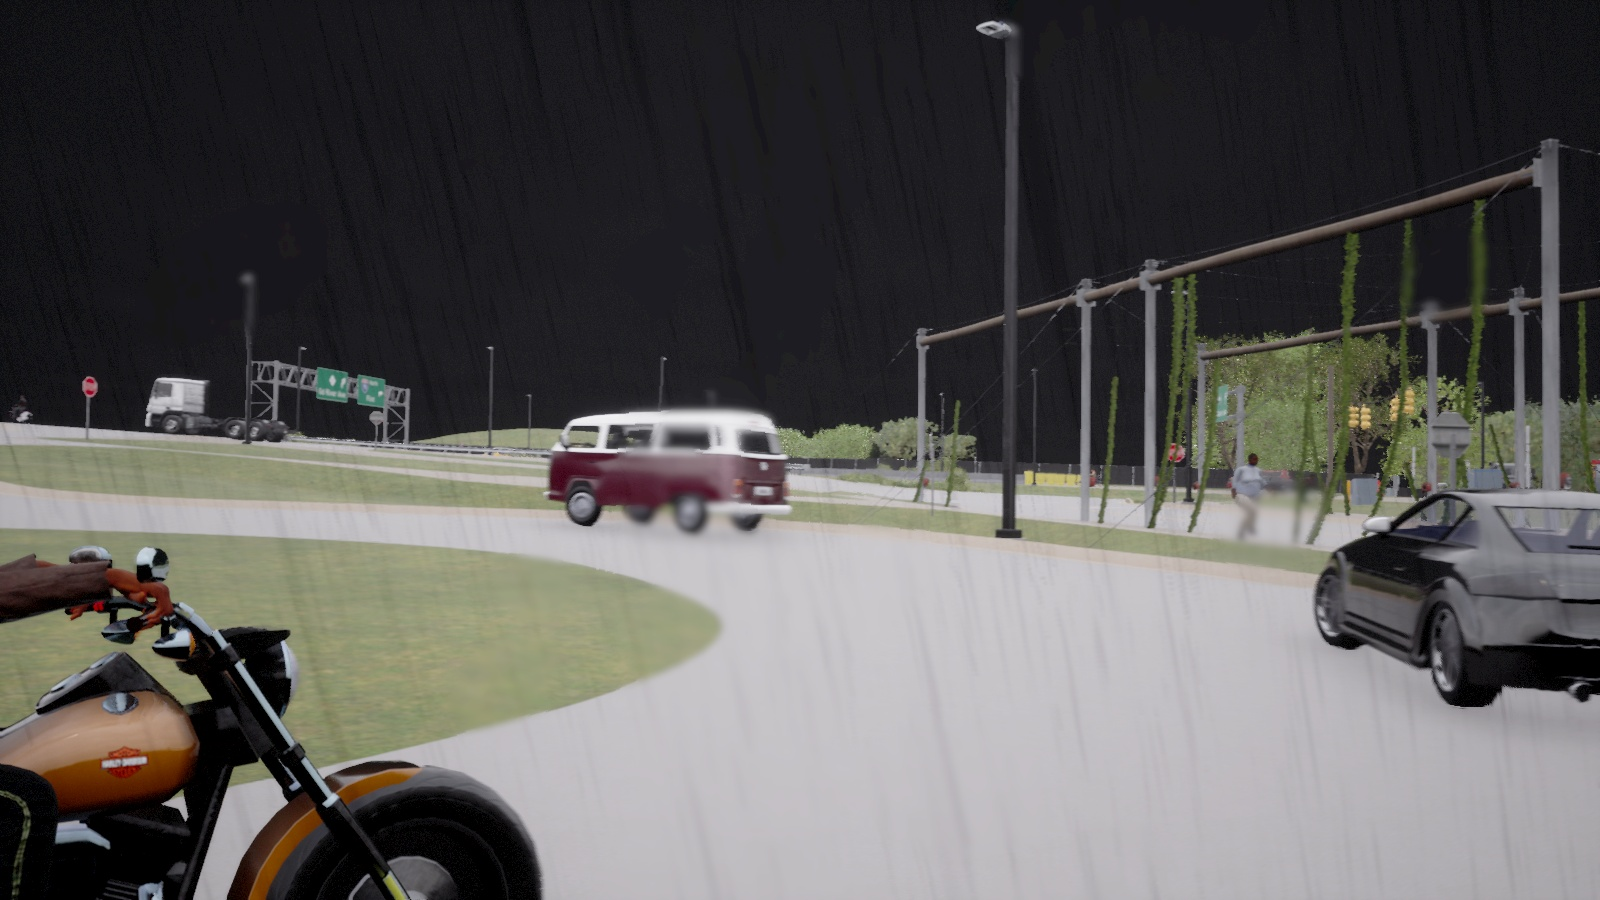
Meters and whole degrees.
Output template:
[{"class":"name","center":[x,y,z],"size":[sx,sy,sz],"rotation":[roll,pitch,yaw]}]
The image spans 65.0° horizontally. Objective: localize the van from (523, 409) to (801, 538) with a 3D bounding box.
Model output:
[{"class":"van","center":[-2.453,0.376,21.910],"size":[4.480,2.038,2.069],"rotation":[1,-2,35]}]

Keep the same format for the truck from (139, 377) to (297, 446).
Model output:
[{"class":"truck","center":[-34.742,-2.265,75.144],"size":[7.936,3.462,2.891],"rotation":[4,-1,4]}]

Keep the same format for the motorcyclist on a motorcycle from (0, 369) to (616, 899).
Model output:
[{"class":"motorcyclist on a motorcycle","center":[-1.621,0.684,2.588],"size":[2.350,1.649,0.766],"rotation":[0,-1,-33]}]

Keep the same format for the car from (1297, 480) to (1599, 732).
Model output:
[{"class":"car","center":[5.189,0.955,9.197],"size":[1.994,1.385,4.181],"rotation":[1,-1,9]}]

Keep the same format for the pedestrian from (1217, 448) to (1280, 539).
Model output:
[{"class":"pedestrian","center":[9.408,0.913,26.347],"size":[0.874,1.855,0.900],"rotation":[1,-2,-16]}]
